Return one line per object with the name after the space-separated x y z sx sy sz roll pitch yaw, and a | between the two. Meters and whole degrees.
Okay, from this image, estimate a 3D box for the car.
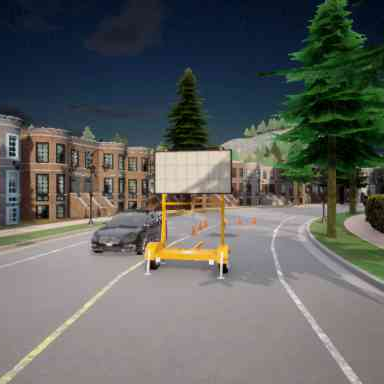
-2.329 1.505 13.415 1.837 1.490 4.892 -1 0 10 | car

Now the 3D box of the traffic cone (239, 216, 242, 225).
3.266 1.954 22.776 0.340 0.580 0.340 0 0 12 | traffic cone

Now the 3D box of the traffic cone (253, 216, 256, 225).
4.243 1.955 22.569 0.340 0.580 0.340 0 0 12 | traffic cone

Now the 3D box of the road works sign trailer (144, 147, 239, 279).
0.058 0.464 10.169 2.380 3.560 2.880 0 0 12 | road works sign trailer
